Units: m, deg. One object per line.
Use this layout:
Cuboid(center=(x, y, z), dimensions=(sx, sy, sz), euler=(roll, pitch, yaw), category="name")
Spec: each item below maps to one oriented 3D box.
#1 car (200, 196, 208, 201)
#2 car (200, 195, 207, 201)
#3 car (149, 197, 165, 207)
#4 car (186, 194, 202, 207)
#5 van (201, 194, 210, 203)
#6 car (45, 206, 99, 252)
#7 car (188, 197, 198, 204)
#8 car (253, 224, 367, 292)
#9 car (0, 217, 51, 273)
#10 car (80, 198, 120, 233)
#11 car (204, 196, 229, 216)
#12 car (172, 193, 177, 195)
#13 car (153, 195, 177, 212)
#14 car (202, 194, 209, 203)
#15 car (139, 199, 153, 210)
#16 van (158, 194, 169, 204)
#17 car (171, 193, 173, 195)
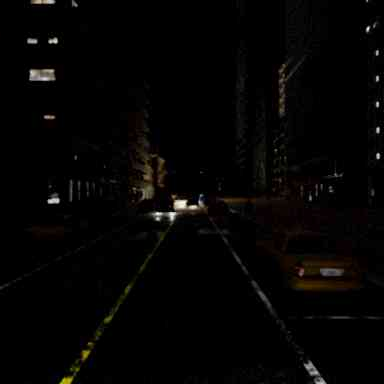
Cuboid(center=(2.912, 1.580, 81.015), dimensions=(1.802, 1.307, 4.206), euler=(1, 0, 0), category="car")
Cuboid(center=(2.927, 1.524, 86.754), dimensions=(1.752, 1.417, 4.829), euler=(1, 0, 0), category="car")
Cuboid(center=(-5.540, 1.561, 53.190), dimensions=(1.947, 1.339, 4.313), euler=(1, 0, 0), category="car")
Cuboid(center=(0.130, 1.473, 49.643), dimensions=(1.882, 1.535, 5.008), euler=(0, 0, 0), category="car")
Cuboid(center=(2.886, 1.338, 69.877), dimensions=(1.690, 1.788, 3.998), euler=(1, 0, 0), category="van")
Cuboid(center=(-5.641, 1.523, 14.032), dimensions=(1.752, 1.417, 4.829), euler=(1, 0, 0), category="car")
Cuboid(center=(0.164, 1.597, 63.105), dimensions=(1.895, 1.301, 4.718), euler=(0, 0, 0), category="car")
Cuboid(center=(2.726, 1.523, 8.781), dimensions=(1.752, 1.417, 4.829), euler=(1, 0, 0), category="car")
Cuboid(center=(-5.656, 1.564, 8.633), dimensions=(1.947, 1.339, 4.313), euler=(1, 0, 0), category="car")
Cuboid(center=(-5.623, 1.312, 19.773), dimensions=(2.192, 1.841, 5.009), euler=(1, 0, 0), category="car")
Cuboid(center=(2.446, 1.473, 32.573), dimensions=(1.882, 1.535, 5.008), euler=(0, 0, 0), category="car")
Cuboid(center=(-5.468, 1.549, 81.037), dimensions=(2.008, 1.369, 4.403), euler=(1, 0, 0), category="car")
Cuboid(center=(-2.993, 1.473, 38.836), dimensions=(1.882, 1.535, 5.008), euler=(0, 0, 0), category="car")
Cuboid(center=(2.842, 1.435, 53.167), dimensions=(1.967, 1.590, 4.097), euler=(1, 0, 0), category="car")
Cuboid(center=(-5.569, 1.540, 42.050), dimensions=(1.887, 1.381, 4.507), euler=(1, 0, 0), category="car")
Cuboid(center=(-5.508, 1.338, 64.330), dimensions=(1.690, 1.788, 3.998), euler=(1, 0, 0), category="van")
Cuboid(center=(-5.497, 1.523, 69.729), dimensions=(1.752, 1.417, 4.829), euler=(1, 0, 0), category="car")
